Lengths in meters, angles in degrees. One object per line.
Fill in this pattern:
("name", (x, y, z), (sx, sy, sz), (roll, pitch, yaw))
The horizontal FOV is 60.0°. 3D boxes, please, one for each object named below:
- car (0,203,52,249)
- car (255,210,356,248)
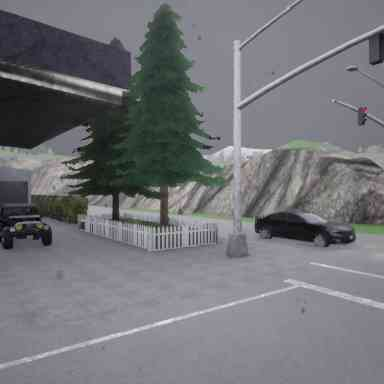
("car", (-8.053, 1.505, 15.798), (1.905, 1.878, 3.866), (0, 0, -37))
("car", (5.327, 1.669, 16.237), (1.882, 1.535, 5.008), (0, 0, -37))
